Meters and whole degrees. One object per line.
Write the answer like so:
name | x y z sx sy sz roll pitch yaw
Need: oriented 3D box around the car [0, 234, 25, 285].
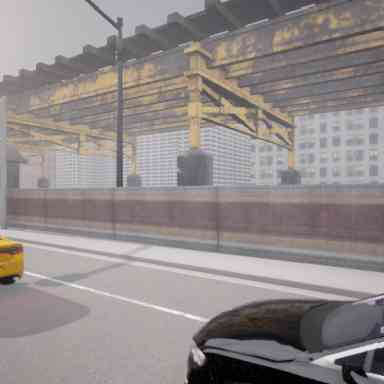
car | -6.206 1.502 8.376 5.008 1.535 1.882 0 0 36

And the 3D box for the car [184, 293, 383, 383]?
car | 2.171 1.504 2.445 4.902 1.511 2.128 0 0 36
